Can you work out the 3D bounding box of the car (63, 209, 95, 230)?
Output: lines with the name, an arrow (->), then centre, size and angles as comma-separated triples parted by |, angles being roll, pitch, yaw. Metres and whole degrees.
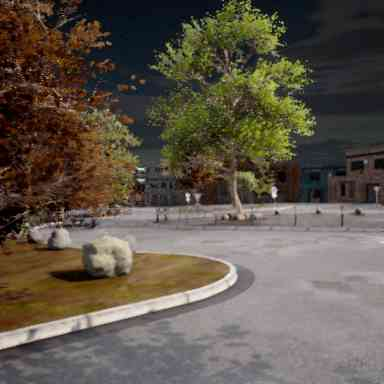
car -> -8.070, 1.910, 24.000 | 1.994, 1.385, 4.181 | -1, -1, -14
